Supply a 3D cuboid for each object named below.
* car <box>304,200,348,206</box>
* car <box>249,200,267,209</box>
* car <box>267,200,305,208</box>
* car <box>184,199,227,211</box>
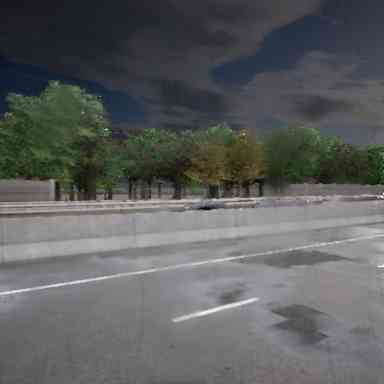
[{"bbox_3d":[12.522,1.462,29.785,4.674,1.442,1.812,-1,0,-35],"label":"car"},{"bbox_3d":[8.011,1.505,35.062,4.181,1.385,1.994,-1,0,-35],"label":"car"},{"bbox_3d":[10.176,1.486,32.421,5.357,1.411,2.033,-1,0,-35],"label":"car"},{"bbox_3d":[1.372,1.466,33.917,4.902,1.511,2.128,0,0,-38],"label":"car"}]
